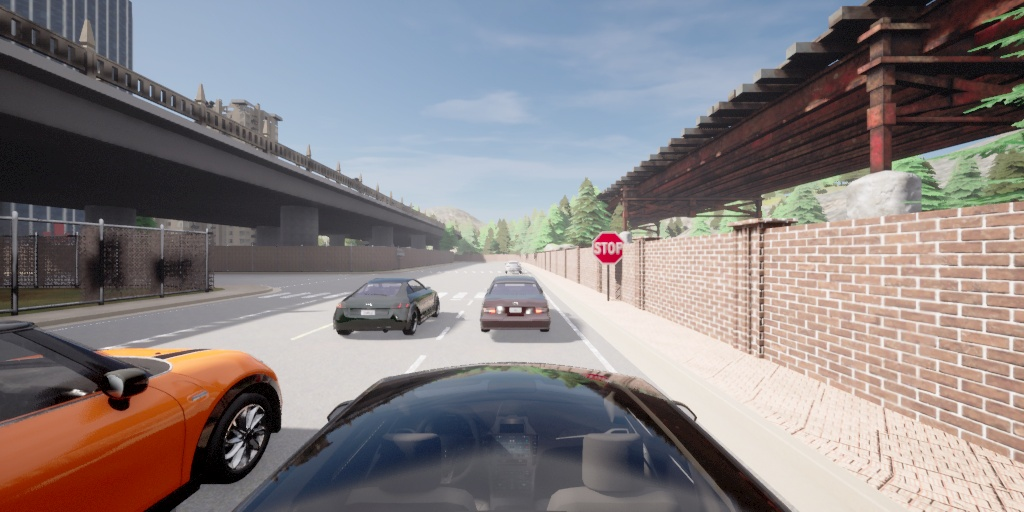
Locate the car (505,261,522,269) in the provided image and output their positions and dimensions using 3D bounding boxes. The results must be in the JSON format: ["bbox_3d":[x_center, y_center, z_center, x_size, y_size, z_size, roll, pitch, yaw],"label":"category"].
[{"bbox_3d":[0.143,1.276,42.680,1.812,1.442,4.674,0,0,-1],"label":"car"}]

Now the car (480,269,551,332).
[{"bbox_3d":[0.081,1.297,10.801,2.033,1.411,5.357,0,0,0],"label":"car"}]

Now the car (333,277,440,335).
[{"bbox_3d":[-3.419,1.314,10.513,1.994,1.385,4.181,0,0,0],"label":"car"}]

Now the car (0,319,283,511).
[{"bbox_3d":[-3.401,1.102,1.817,2.097,1.767,4.553,0,0,0],"label":"car"}]
